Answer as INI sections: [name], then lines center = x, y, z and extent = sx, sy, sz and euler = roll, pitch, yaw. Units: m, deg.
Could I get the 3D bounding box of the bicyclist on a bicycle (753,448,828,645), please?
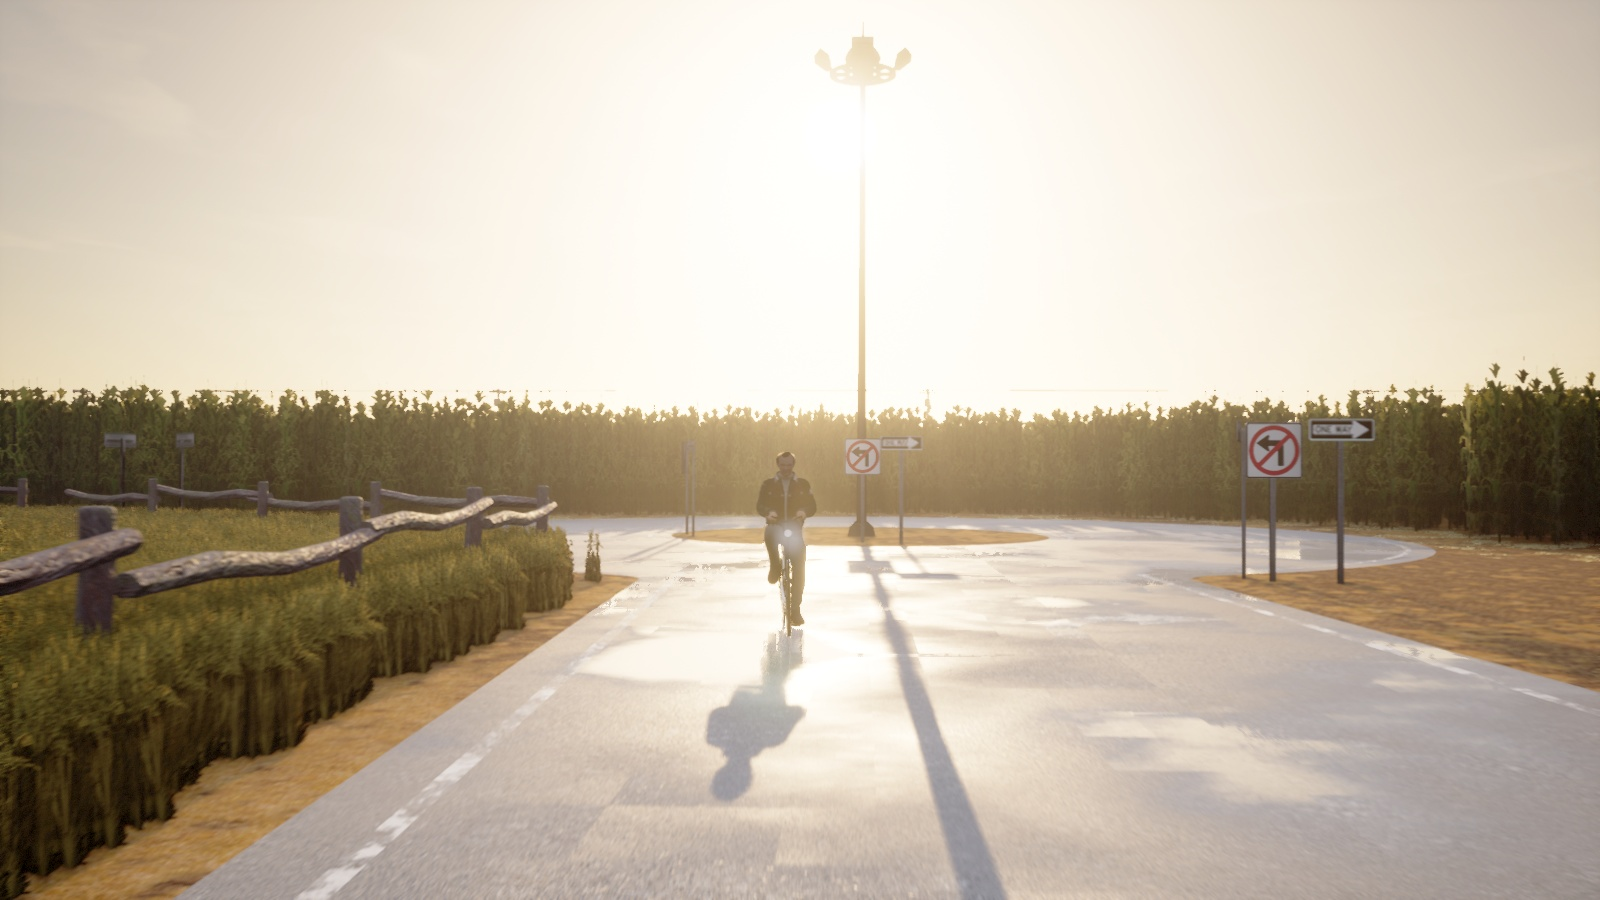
[bicyclist on a bicycle]
center = -0.118, 0.892, 12.323
extent = 0.659, 1.776, 1.843
euler = 0, -1, -2
